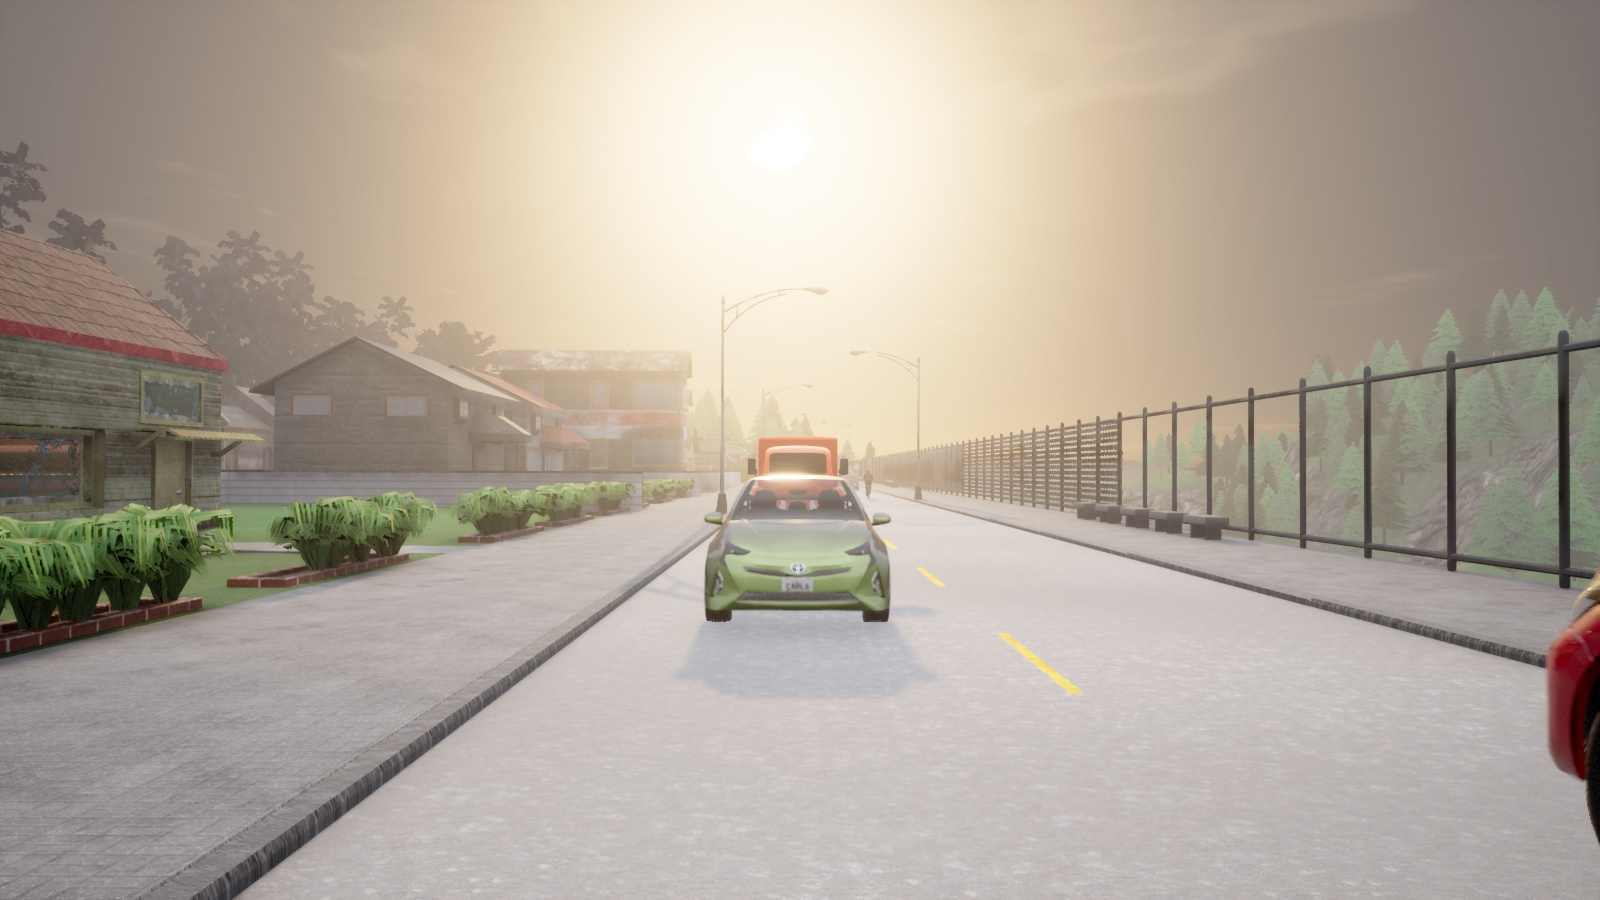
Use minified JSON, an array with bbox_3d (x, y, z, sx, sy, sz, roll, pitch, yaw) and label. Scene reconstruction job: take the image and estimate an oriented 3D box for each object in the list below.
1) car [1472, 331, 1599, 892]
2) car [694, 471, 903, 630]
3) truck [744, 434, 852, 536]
[{"bbox_3d":[3.998,0.565,2.645,2.150,2.045,5.566,0,-1,0],"label":"car"},{"bbox_3d":[-0.019,1.001,14.319,2.007,1.525,4.514,0,-1,0],"label":"car"},{"bbox_3d":[-0.052,0.883,33.143,2.627,2.467,5.204,0,-1,0],"label":"truck"}]
